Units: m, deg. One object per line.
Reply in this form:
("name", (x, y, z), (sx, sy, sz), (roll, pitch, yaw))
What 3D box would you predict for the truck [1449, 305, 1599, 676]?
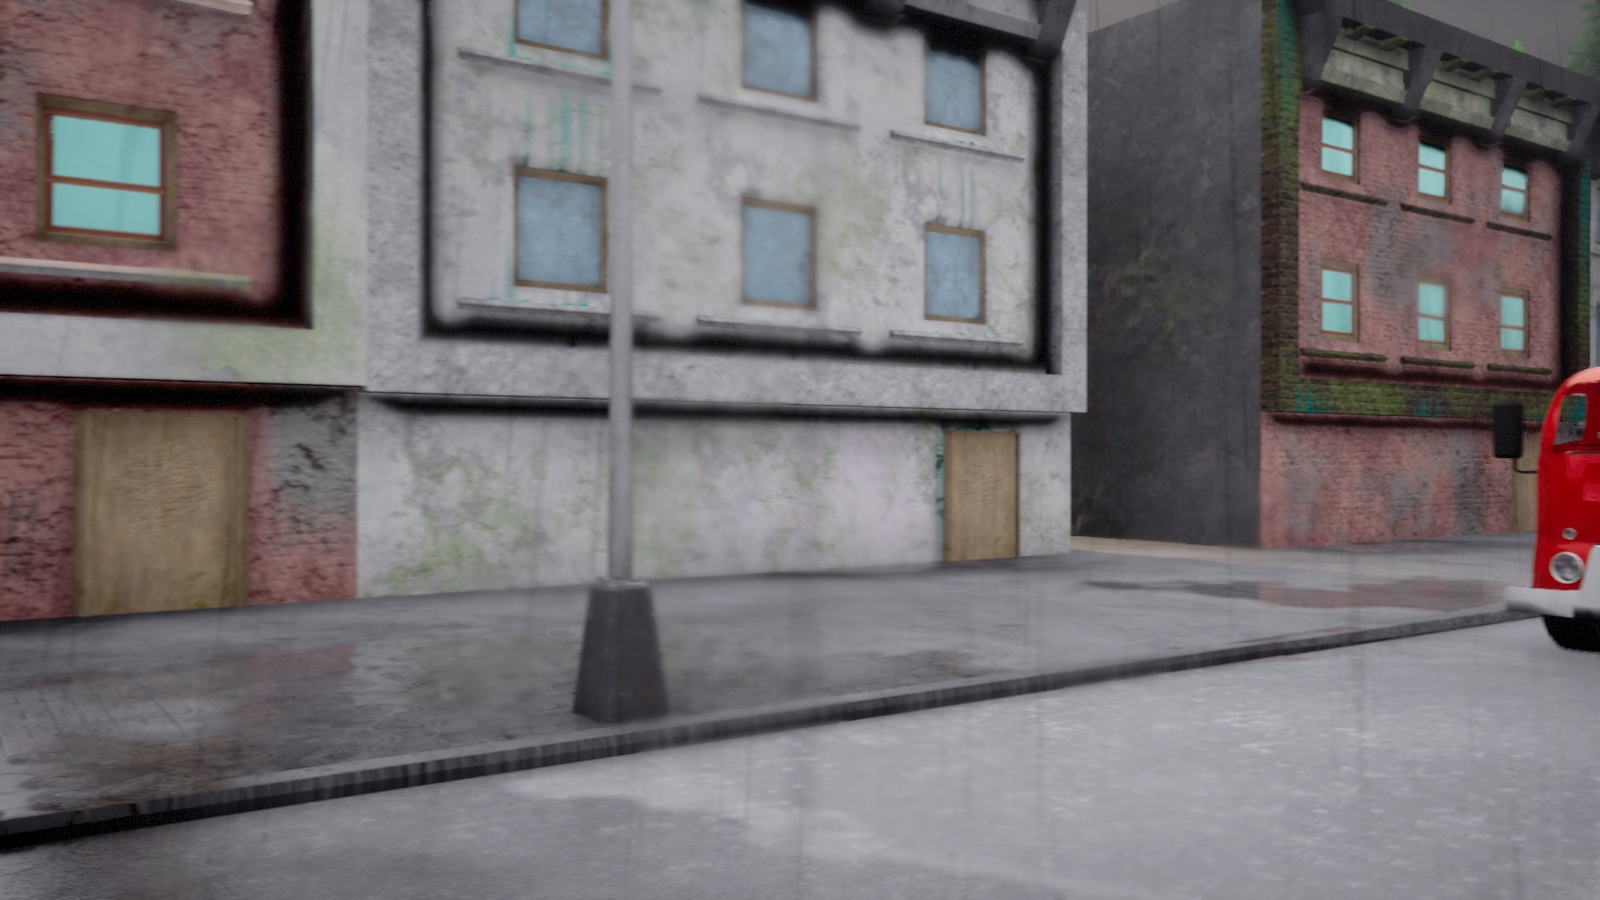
("truck", (7.630, 0.266, 9.593), (5.204, 2.467, 2.627), (0, 0, -35))
